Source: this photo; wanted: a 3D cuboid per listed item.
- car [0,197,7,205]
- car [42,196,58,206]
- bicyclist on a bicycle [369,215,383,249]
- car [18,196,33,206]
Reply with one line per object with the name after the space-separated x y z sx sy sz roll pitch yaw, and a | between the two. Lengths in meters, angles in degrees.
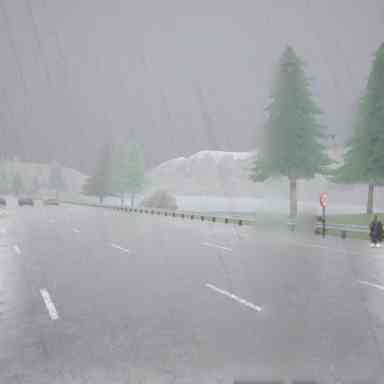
-32.452 1.526 56.121 1.812 1.442 4.674 0 0 -32 | car
-23.644 1.478 55.377 1.882 1.535 5.008 0 -1 -33 | car
7.618 1.737 13.762 0.582 1.656 1.620 0 1 33 | bicyclist on a bicycle
-27.544 1.487 54.968 2.128 1.511 4.902 0 -1 -33 | car
